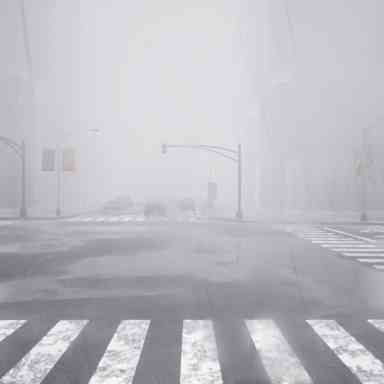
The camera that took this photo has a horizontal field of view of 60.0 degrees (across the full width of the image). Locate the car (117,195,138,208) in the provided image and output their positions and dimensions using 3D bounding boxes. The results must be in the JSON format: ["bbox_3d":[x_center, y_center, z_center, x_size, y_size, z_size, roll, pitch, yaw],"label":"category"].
[{"bbox_3d":[-9.120,1.335,44.374,2.192,1.841,5.009,0,0,0],"label":"car"}]

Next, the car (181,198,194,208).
[{"bbox_3d":[-0.623,1.614,49.840,1.802,1.307,4.206,0,0,0],"label":"car"}]

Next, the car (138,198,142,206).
[{"bbox_3d":[-9.176,1.570,55.056,1.752,1.417,4.829,0,0,0],"label":"car"}]

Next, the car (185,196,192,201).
[{"bbox_3d":[-0.857,1.696,93.240,1.887,1.381,4.507,0,0,0],"label":"car"}]

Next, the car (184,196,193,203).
[{"bbox_3d":[-0.741,1.613,71.710,1.752,1.417,4.829,0,0,0],"label":"car"}]

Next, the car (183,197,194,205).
[{"bbox_3d":[-0.682,1.603,60.690,1.887,1.381,4.507,0,0,0],"label":"car"}]

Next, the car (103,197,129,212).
[{"bbox_3d":[-9.090,1.574,38.948,1.947,1.339,4.313,0,0,0],"label":"car"}]

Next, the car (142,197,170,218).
[{"bbox_3d":[-3.247,1.493,30.062,1.837,1.490,4.892,-2,0,-6],"label":"car"}]

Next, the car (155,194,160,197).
[{"bbox_3d":[-9.295,1.417,76.930,2.192,1.841,5.009,0,0,0],"label":"car"}]

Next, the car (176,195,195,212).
[{"bbox_3d":[-0.566,1.448,38.991,1.967,1.590,4.097,0,0,0],"label":"car"}]

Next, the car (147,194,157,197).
[{"bbox_3d":[-9.265,1.669,71.504,1.802,1.307,4.206,0,0,0],"label":"car"}]

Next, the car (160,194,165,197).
[{"bbox_3d":[-9.381,1.696,93.207,1.887,1.381,4.507,0,0,0],"label":"car"}]

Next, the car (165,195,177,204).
[{"bbox_3d":[-3.340,1.618,59.903,1.994,1.385,4.181,0,0,0],"label":"car"}]
